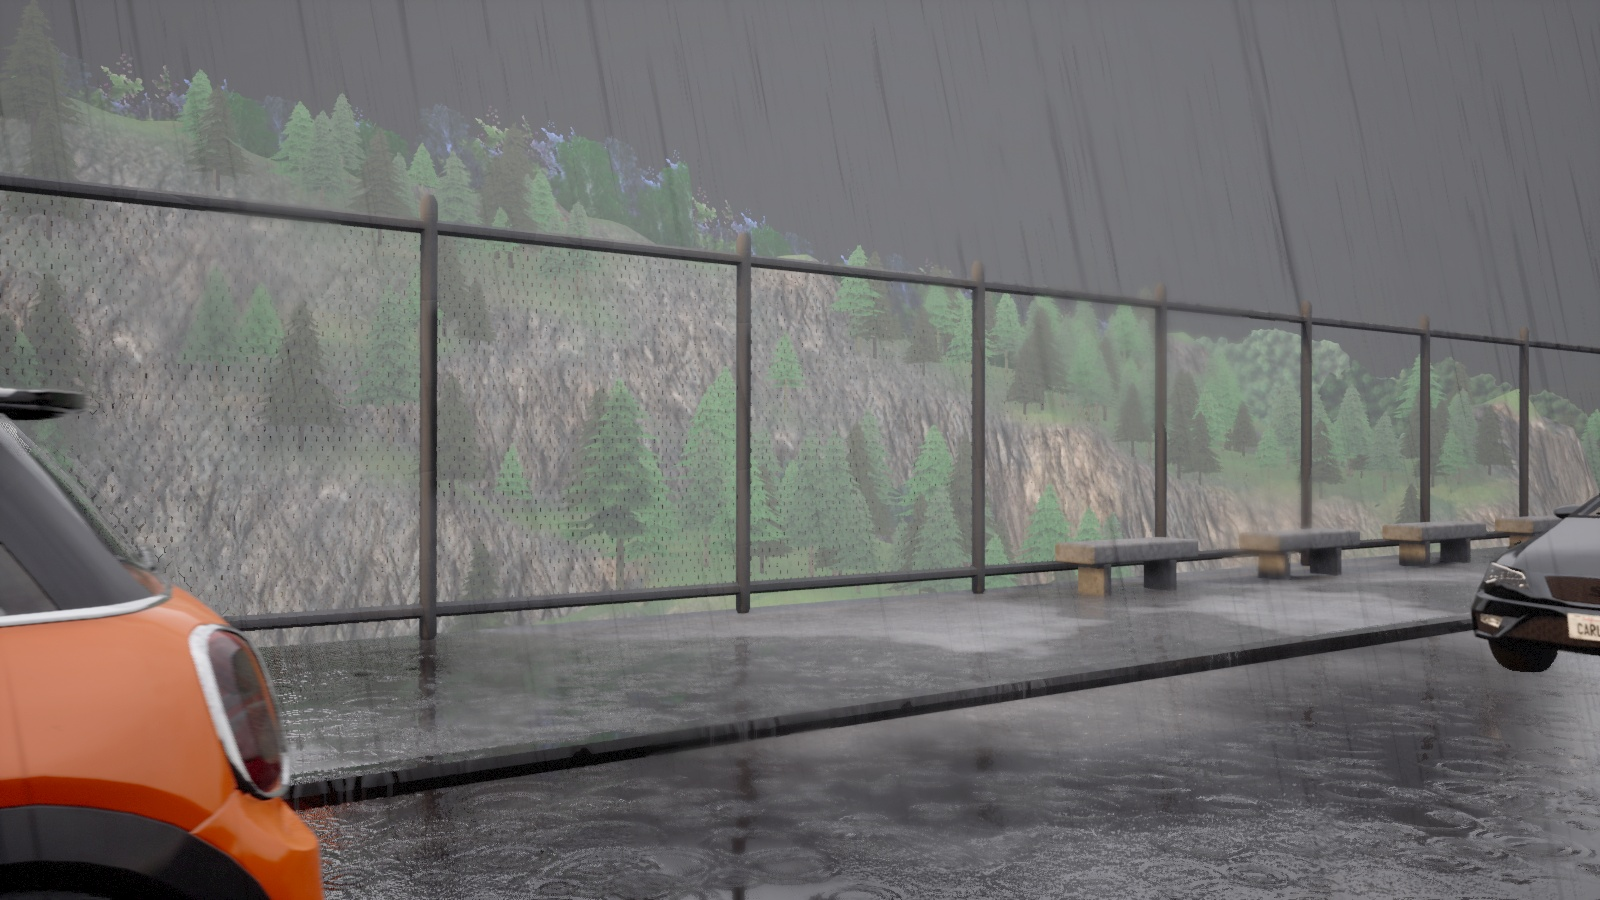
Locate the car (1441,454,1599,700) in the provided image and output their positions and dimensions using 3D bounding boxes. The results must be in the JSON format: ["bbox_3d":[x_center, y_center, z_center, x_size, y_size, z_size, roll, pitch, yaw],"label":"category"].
[{"bbox_3d":[6.500,0.766,8.795,4.193,1.474,1.816,0,0,-35],"label":"car"}]

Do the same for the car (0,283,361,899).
[{"bbox_3d":[-3.309,0.614,1.965,4.553,1.767,2.097,0,0,-35],"label":"car"}]
